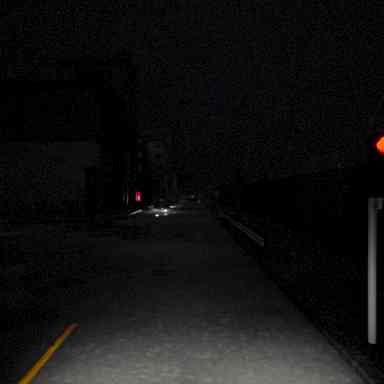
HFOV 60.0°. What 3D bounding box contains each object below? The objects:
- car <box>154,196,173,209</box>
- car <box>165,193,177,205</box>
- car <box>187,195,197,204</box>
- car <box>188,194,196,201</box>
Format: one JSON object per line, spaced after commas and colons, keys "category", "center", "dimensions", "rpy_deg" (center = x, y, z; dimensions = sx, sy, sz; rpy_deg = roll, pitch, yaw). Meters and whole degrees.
{"category": "car", "center": [-4.058, 1.564, 45.686], "dimensions": [1.994, 1.385, 4.181], "rpy_deg": [0, 0, 0]}
{"category": "car", "center": [-4.042, 1.352, 55.416], "dimensions": [2.097, 1.767, 4.553], "rpy_deg": [0, 0, 0]}
{"category": "car", "center": [0.051, 1.491, 66.268], "dimensions": [2.128, 1.511, 4.902], "rpy_deg": [0, 0, 0]}
{"category": "car", "center": [0.057, 1.310, 76.688], "dimensions": [1.882, 1.535, 5.008], "rpy_deg": [0, 0, 0]}
